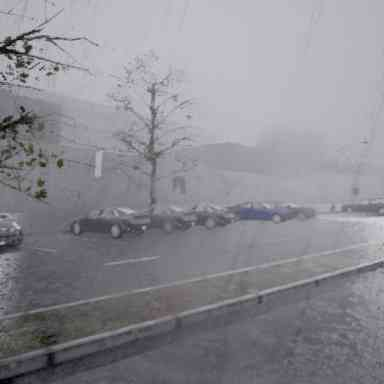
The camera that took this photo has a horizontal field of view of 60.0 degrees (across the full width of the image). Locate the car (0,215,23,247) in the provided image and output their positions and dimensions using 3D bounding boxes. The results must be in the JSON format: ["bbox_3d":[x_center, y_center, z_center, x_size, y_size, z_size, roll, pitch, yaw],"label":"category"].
[{"bbox_3d":[-9.090,1.390,13.890,4.553,1.767,2.185,-1,-1,35],"label":"car"}]

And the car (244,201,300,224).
[{"bbox_3d":[4.985,1.464,24.686,5.008,1.535,2.097,-1,-1,31],"label":"car"}]

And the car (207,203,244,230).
[{"bbox_3d":[0.369,1.474,20.990,4.892,1.521,2.231,-1,0,32],"label":"car"}]

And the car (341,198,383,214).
[{"bbox_3d":[18.866,1.548,35.883,5.008,1.535,2.097,0,-1,31],"label":"car"}]

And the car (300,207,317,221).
[{"bbox_3d":[7.292,1.463,26.545,5.008,1.535,2.097,-1,-1,31],"label":"car"}]

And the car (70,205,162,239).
[{"bbox_3d":[-4.317,1.492,17.380,4.892,1.521,2.231,-1,0,33],"label":"car"}]

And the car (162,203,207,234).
[{"bbox_3d":[-1.967,1.482,19.174,4.892,1.521,2.231,-1,0,33],"label":"car"}]
